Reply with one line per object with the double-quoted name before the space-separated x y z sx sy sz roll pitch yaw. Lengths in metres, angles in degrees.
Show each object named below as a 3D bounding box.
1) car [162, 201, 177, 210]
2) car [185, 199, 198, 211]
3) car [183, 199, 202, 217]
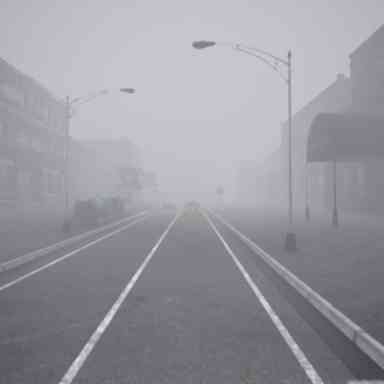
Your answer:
"car" -3.147 1.903 46.234 1.895 1.301 4.718 0 -2 0
"car" -0.057 1.872 48.913 1.837 1.490 4.892 0 0 0
"car" 0.050 1.685 33.565 1.801 1.575 5.366 0 0 0
